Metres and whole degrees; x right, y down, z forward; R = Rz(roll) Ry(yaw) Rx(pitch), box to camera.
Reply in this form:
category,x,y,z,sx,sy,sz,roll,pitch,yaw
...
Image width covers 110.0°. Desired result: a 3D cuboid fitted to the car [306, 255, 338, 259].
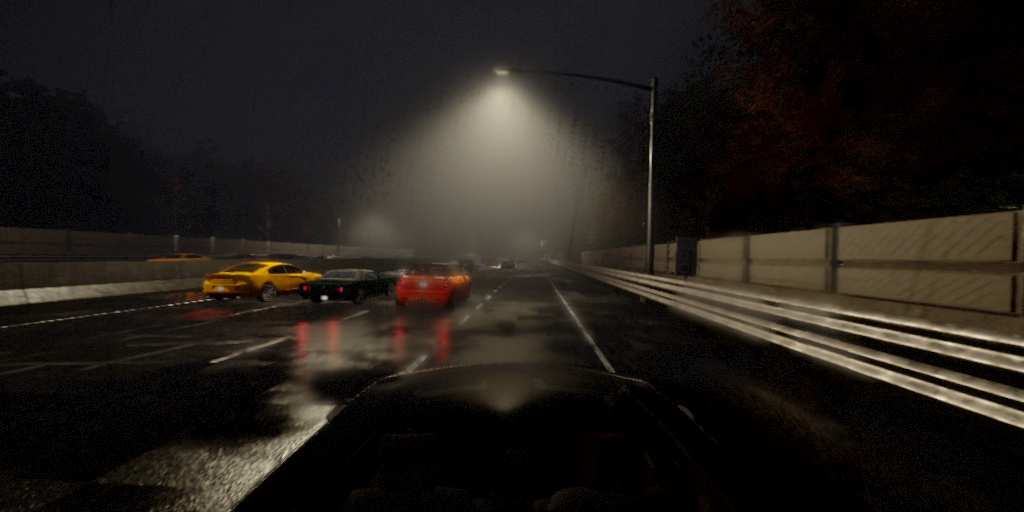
category,x,y,z,sx,sy,sz,roll,pitch,yaw
car,-25.464,0.662,49.010,2.033,1.411,5.357,1,0,5

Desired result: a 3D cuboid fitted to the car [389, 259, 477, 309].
category,x,y,z,sx,sy,sz,roll,pitch,yaw
car,-2.978,1.028,14.703,2.097,1.767,4.553,1,0,3

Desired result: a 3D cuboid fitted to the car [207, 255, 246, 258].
category,x,y,z,sx,sy,sz,roll,pitch,yaw
car,-26.346,0.602,34.923,1.837,1.490,4.892,1,0,4

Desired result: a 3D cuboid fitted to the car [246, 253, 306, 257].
category,x,y,z,sx,sy,sz,roll,pitch,yaw
car,-22.845,0.534,34.896,2.097,1.767,4.553,1,0,4

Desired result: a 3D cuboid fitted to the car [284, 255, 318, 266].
category,x,y,z,sx,sy,sz,roll,pitch,yaw
car,-28.945,0.596,49.404,1.994,1.385,4.181,1,0,4

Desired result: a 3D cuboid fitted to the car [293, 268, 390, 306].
category,x,y,z,sx,sy,sz,roll,pitch,yaw
car,-6.482,1.191,14.859,1.895,1.301,4.718,1,0,3

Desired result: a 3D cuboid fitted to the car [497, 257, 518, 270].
category,x,y,z,sx,sy,sz,roll,pitch,yaw
car,-0.614,1.293,53.820,1.994,1.385,4.181,1,0,3

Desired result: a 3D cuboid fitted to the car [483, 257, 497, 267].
category,x,y,z,sx,sy,sz,roll,pitch,yaw
car,-3.486,1.134,64.254,1.882,1.535,5.008,1,0,3

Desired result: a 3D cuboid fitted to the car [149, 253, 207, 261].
category,x,y,z,sx,sy,sz,roll,pitch,yaw
car,-30.004,0.484,32.625,1.882,1.535,5.008,1,0,4

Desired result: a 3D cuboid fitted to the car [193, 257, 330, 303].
category,x,y,z,sx,sy,sz,roll,pitch,yaw
car,-9.978,0.982,14.928,1.882,1.535,5.008,1,0,3

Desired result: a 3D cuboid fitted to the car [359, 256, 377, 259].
category,x,y,z,sx,sy,sz,roll,pitch,yaw
car,-21.646,0.706,53.842,2.128,1.511,4.902,1,0,4
